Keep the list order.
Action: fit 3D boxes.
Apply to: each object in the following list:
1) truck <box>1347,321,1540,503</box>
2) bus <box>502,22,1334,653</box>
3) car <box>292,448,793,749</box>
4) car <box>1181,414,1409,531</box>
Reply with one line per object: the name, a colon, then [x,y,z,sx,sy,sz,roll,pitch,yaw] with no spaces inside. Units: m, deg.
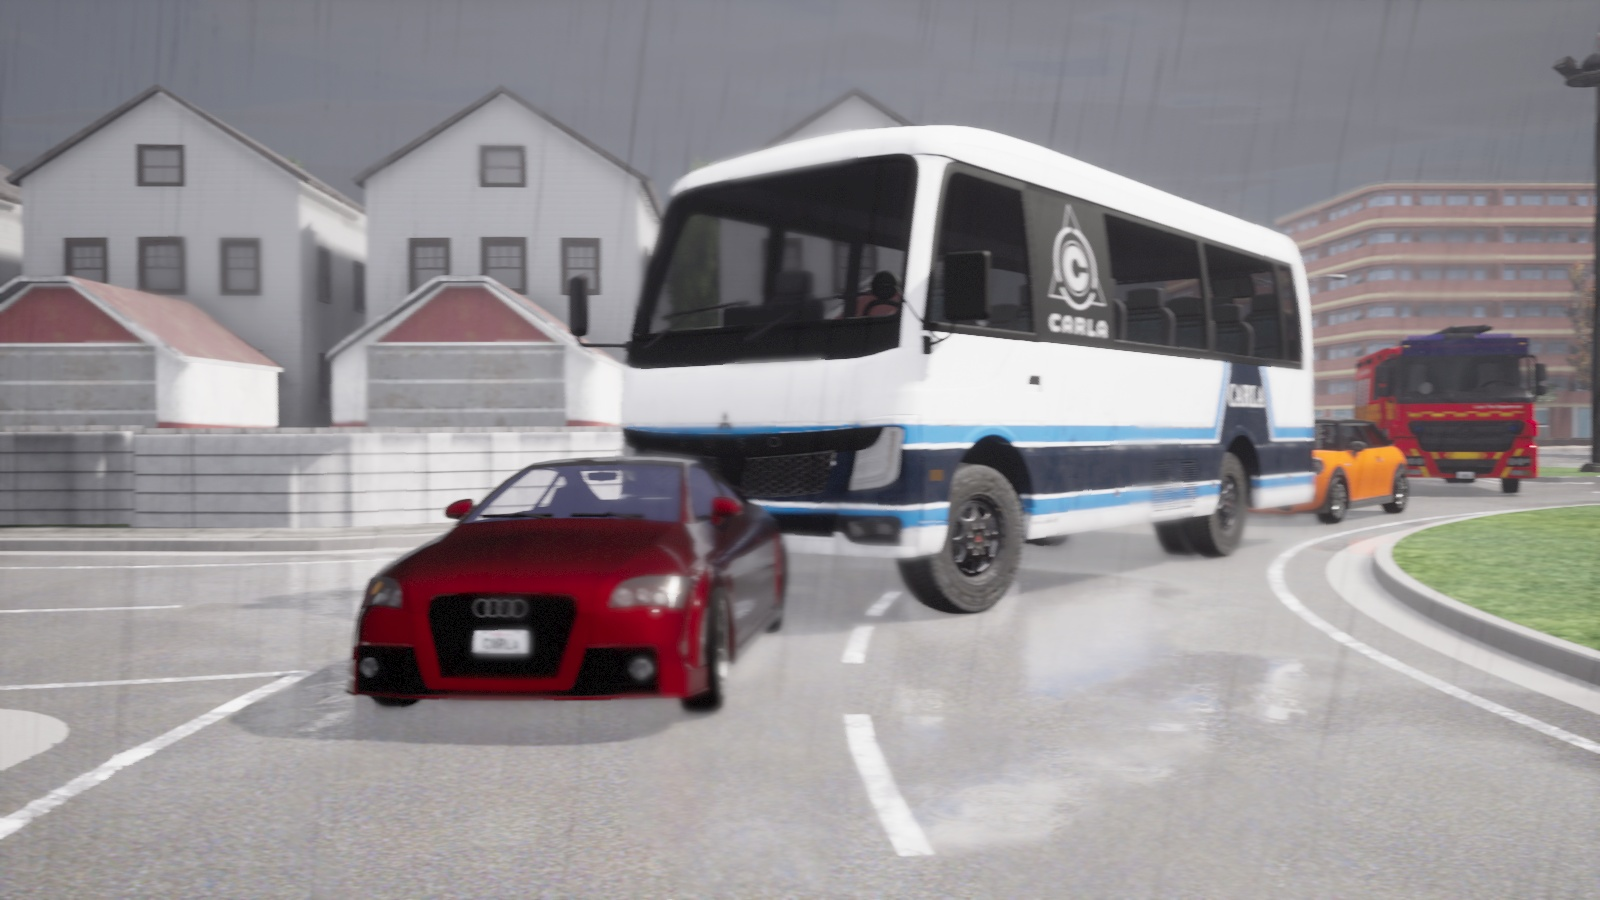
truck: [15.464,-0.881,30.852,2.891,3.827,8.468,0,1,18]
bus: [2.180,-0.815,13.690,3.944,4.253,10.273,1,1,39]
car: [-1.314,0.732,8.317,1.994,1.385,4.181,0,1,7]
car: [8.499,0.303,21.355,2.097,1.767,4.553,1,1,43]
